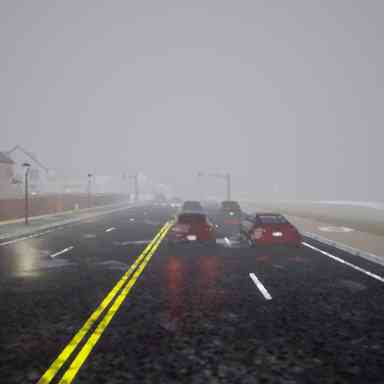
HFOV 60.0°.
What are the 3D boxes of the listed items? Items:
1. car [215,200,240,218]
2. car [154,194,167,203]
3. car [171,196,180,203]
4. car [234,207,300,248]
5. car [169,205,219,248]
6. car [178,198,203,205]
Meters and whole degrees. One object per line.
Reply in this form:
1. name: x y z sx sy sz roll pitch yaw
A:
1. car: 3.250 1.523 29.651 1.837 1.490 4.892 0 0 0
2. car: -6.499 1.380 69.205 2.150 2.045 5.566 0 0 0
3. car: -3.250 1.581 69.234 2.128 1.511 4.902 0 0 0
4. car: 3.250 1.572 14.650 1.994 1.385 4.181 0 0 0
5. car: 0.000 1.533 14.650 1.812 1.442 4.674 0 0 0
6. car: 0.000 1.491 29.651 1.882 1.535 5.008 0 0 0
